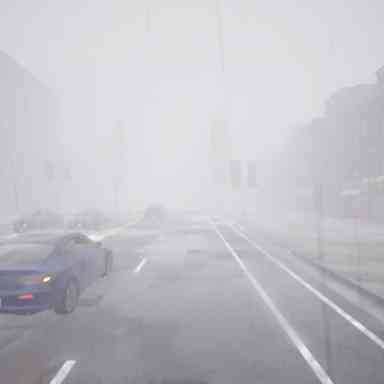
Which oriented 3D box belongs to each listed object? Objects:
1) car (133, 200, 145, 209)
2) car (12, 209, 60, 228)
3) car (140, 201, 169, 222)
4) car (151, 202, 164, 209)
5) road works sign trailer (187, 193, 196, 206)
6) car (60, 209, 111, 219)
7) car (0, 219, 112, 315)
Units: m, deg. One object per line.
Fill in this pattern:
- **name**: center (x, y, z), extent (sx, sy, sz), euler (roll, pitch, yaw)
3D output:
- **car**: center (-9.839, 2.233, 63.476), extent (2.097, 1.767, 4.553), euler (0, -1, 0)
- **car**: center (-9.873, 1.785, 21.678), extent (1.994, 1.385, 4.181), euler (0, -1, 0)
- **car**: center (-3.185, 1.823, 29.986), extent (1.837, 1.490, 4.892), euler (0, -1, 0)
- **car**: center (-6.584, 2.479, 63.379), extent (1.895, 1.301, 4.718), euler (0, -1, 0)
- **road works sign trailer**: center (-0.105, 2.058, 91.246), extent (2.380, 3.560, 2.880), euler (0, -2, 0)
- **car**: center (-6.623, 1.784, 21.634), extent (1.994, 1.385, 4.181), euler (0, -1, 0)
- **car**: center (-3.168, 1.596, 7.578), extent (1.812, 1.442, 4.674), euler (0, 0, 0)
